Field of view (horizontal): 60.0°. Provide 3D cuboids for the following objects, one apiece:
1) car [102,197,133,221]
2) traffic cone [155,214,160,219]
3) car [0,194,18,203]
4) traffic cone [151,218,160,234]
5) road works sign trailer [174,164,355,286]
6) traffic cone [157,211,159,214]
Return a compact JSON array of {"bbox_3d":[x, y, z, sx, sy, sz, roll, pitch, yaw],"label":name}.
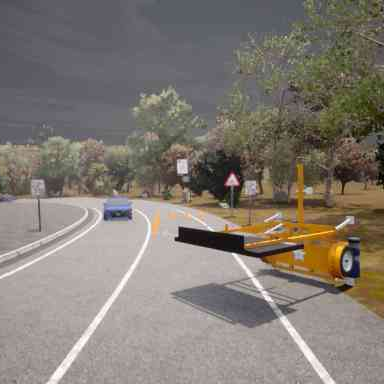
[{"bbox_3d":[-5.276,1.115,23.726,1.882,1.535,5.008,-1,2,-13],"label":"car"},{"bbox_3d":[-2.013,1.694,18.533,0.340,0.580,0.340,-1,2,-4],"label":"traffic cone"},{"bbox_3d":[-35.744,1.174,64.068,4.553,1.767,2.097,-3,5,30],"label":"car"},{"bbox_3d":[-1.865,1.751,16.539,0.340,0.580,0.340,-1,2,-4],"label":"traffic cone"},{"bbox_3d":[1.686,0.774,7.455,3.560,2.880,2.380,-1,1,-39],"label":"road works sign trailer"},{"bbox_3d":[-2.163,1.636,20.525,0.340,0.580,0.340,-1,2,-4],"label":"traffic cone"}]
